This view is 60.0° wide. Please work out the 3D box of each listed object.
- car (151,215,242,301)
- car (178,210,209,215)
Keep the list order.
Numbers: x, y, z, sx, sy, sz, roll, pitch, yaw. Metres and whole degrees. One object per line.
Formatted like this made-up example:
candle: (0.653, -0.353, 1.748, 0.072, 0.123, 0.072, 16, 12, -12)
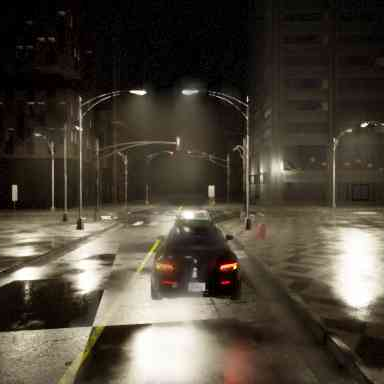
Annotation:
car: (0.085, 1.523, 8.210, 1.812, 1.442, 4.674, 0, 0, 0)
car: (0.074, 1.593, 17.235, 1.895, 1.301, 4.718, 0, 0, 0)
